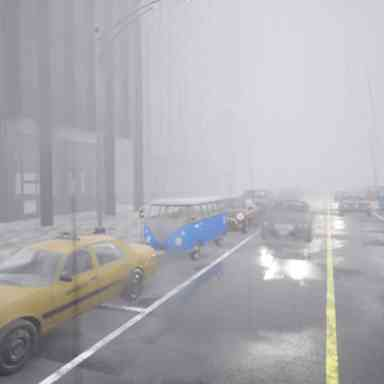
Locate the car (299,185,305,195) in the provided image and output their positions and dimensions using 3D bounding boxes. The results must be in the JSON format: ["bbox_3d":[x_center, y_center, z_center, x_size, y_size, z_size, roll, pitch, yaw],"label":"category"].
[{"bbox_3d":[12.685,0.121,42.044,2.192,1.841,5.009,0,2,22],"label":"car"}]

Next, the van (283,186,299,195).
[{"bbox_3d":[10.557,0.299,36.857,1.690,1.788,3.998,0,2,22],"label":"van"}]

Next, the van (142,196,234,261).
[{"bbox_3d":[-0.080,1.060,10.916,1.690,1.788,3.998,0,2,22],"label":"van"}]

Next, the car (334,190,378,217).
[{"bbox_3d":[11.200,0.851,23.010,2.033,1.411,5.357,0,2,22],"label":"car"}]

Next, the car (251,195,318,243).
[{"bbox_3d":[4.138,1.092,13.922,2.128,1.511,4.902,0,2,22],"label":"car"}]

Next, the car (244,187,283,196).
[{"bbox_3d":[4.175,0.729,21.291,2.192,1.841,5.009,0,2,22],"label":"car"}]

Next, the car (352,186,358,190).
[{"bbox_3d":[22.706,0.206,44.013,1.887,1.381,4.507,0,2,22],"label":"car"}]

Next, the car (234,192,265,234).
[{"bbox_3d":[2.048,1.006,16.106,1.967,1.590,4.097,0,2,22],"label":"car"}]

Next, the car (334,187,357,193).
[{"bbox_3d":[17.610,0.408,38.685,1.994,1.385,4.181,0,2,23],"label":"car"}]

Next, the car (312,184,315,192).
[{"bbox_3d":[25.451,-0.660,73.177,1.967,1.590,4.097,0,2,22],"label":"car"}]

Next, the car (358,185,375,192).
[{"bbox_3d":[18.449,0.279,33.631,2.192,1.841,5.009,0,2,22],"label":"car"}]

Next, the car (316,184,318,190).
[{"bbox_3d":[31.769,-1.018,88.586,1.752,1.417,4.829,0,2,22],"label":"car"}]

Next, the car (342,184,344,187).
[{"bbox_3d":[33.343,-0.528,69.953,1.947,1.339,4.313,0,2,22],"label":"car"}]

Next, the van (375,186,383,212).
[{"bbox_3d":[14.194,0.609,23.256,1.690,1.788,3.998,0,2,22],"label":"van"}]

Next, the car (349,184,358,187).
[{"bbox_3d":[24.832,-0.050,49.198,1.967,1.590,4.097,0,2,22],"label":"car"}]

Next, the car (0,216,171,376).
[{"bbox_3d":[-2.270,1.401,5.575,1.752,1.417,4.829,0,2,22],"label":"car"}]

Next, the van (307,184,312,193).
[{"bbox_3d":[21.195,-0.458,62.798,1.690,1.788,3.998,0,2,22],"label":"van"}]

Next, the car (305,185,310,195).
[{"bbox_3d":[16.942,0.054,52.426,2.008,1.369,4.403,0,2,22],"label":"car"}]

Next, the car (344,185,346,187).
[{"bbox_3d":[31.215,-0.398,64.764,1.887,1.381,4.507,0,2,22],"label":"car"}]
